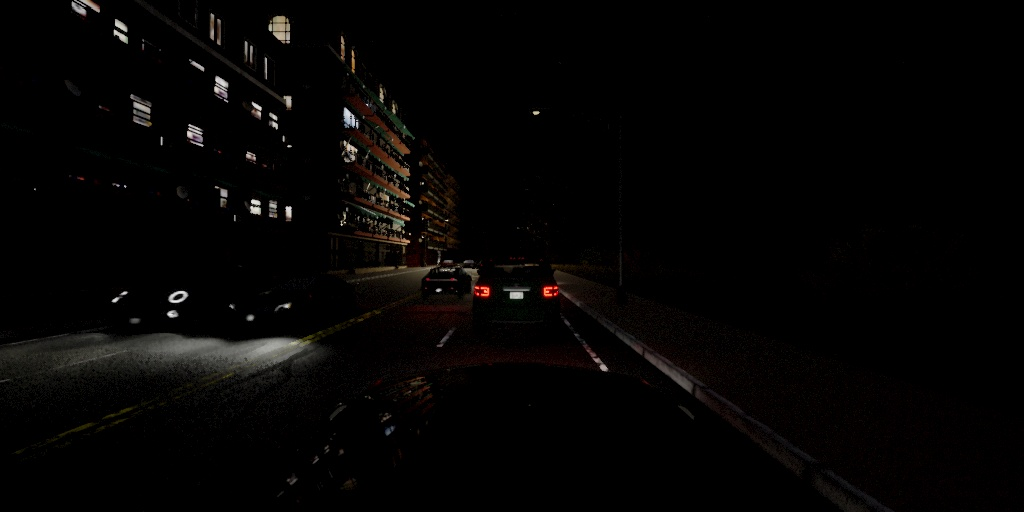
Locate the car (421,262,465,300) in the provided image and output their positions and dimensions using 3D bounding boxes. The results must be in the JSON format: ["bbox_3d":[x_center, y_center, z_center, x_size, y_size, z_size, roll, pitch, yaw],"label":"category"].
[{"bbox_3d":[-3.107,1.243,17.726,2.128,1.511,4.902,0,0,0],"label":"car"}]

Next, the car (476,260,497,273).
[{"bbox_3d":[-3.035,1.242,43.293,2.128,1.511,4.902,0,0,0],"label":"car"}]

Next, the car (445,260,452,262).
[{"bbox_3d":[-9.696,1.314,54.571,1.994,1.385,4.181,0,0,0],"label":"car"}]

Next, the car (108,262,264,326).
[{"bbox_3d":[-9.825,1.103,11.589,2.097,1.767,4.553,0,0,0],"label":"car"}]

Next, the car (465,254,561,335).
[{"bbox_3d":[0.118,0.973,10.673,2.150,2.045,5.566,0,0,0],"label":"car"}]

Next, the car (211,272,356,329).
[{"bbox_3d":[-6.574,1.277,11.340,1.812,1.442,4.674,0,0,0],"label":"car"}]
